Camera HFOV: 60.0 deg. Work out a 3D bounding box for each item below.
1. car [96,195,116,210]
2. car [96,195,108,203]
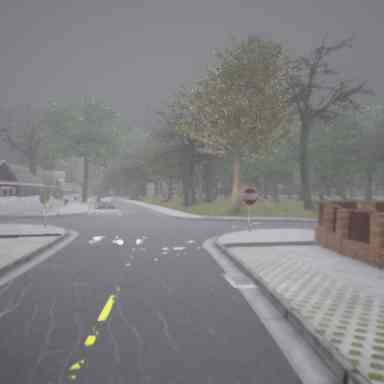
[{"bbox_3d":[-10.196,1.352,39.514,1.812,1.442,4.674,0,2,-16],"label":"car"},{"bbox_3d":[-17.145,1.235,63.274,2.033,1.411,5.357,0,0,-16],"label":"car"}]
